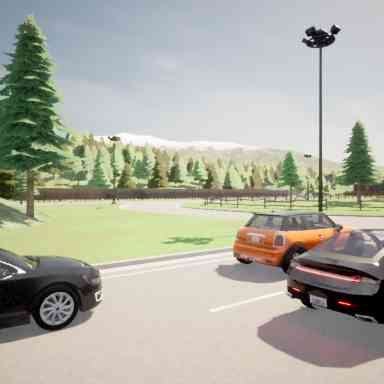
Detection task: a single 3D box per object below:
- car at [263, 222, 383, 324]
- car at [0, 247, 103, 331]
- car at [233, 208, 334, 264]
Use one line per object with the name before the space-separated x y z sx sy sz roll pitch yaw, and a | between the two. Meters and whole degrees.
car | 3.958 1.492 6.600 4.902 1.511 2.128 0 0 -35
car | -3.899 1.505 5.265 4.892 1.490 1.837 0 0 -35
car | 3.522 1.352 10.575 4.553 1.767 2.097 0 0 -35
